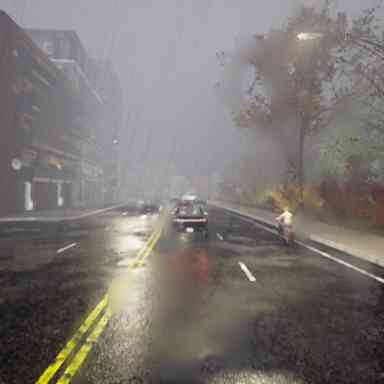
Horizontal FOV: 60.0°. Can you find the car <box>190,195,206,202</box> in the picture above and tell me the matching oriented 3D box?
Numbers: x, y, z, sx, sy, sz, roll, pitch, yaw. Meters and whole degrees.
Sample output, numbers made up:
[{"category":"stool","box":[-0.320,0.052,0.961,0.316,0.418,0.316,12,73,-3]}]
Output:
[{"category":"car","box":[1.124,1.528,54.154,1.895,1.301,4.718,0,0,-5]}]

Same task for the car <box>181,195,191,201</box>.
[{"category":"car","box":[-1.424,1.406,79.277,1.812,1.442,4.674,0,0,-7]}]

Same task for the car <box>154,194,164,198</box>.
[{"category":"car","box":[-5.521,1.427,53.726,2.128,1.511,4.902,0,0,-4]}]

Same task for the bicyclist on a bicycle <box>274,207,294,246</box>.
[{"category":"bicyclist on a bicycle","box":[3.988,1.420,14.157,0.866,1.612,1.509,0,0,-1]}]

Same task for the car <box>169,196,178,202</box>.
[{"category":"car","box":[-3.878,1.495,71.968,1.895,1.301,4.718,0,0,-6]}]

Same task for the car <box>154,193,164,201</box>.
[{"category":"car","box":[-6.850,1.001,69.156,1.882,1.535,5.008,0,0,-6]}]

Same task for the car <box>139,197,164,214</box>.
[{"category":"car","box":[-4.286,1.528,34.320,1.994,1.385,4.181,0,0,-3]}]

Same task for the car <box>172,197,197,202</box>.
[{"category":"car","box":[-0.889,1.524,35.266,1.994,1.385,4.181,0,0,-3]}]

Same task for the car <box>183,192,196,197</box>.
[{"category":"car","box":[-0.283,1.115,69.029,2.150,2.045,5.566,0,-1,-5]}]

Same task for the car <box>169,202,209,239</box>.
[{"category":"car","box":[-0.169,1.474,17.279,2.128,1.511,4.902,0,0,-2]}]
